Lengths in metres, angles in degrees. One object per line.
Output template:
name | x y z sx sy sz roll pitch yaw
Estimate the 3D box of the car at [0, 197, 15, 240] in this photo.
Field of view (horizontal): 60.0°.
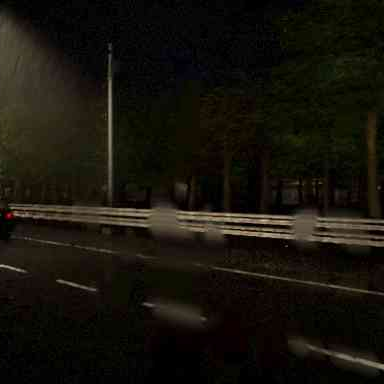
car | -10.606 1.218 15.755 5.566 2.045 2.150 0 0 36
